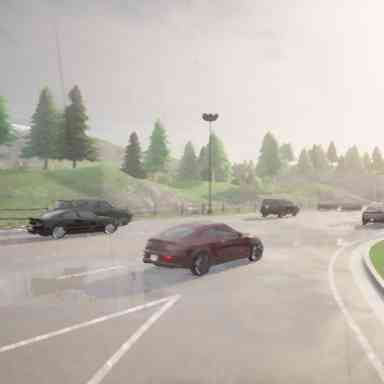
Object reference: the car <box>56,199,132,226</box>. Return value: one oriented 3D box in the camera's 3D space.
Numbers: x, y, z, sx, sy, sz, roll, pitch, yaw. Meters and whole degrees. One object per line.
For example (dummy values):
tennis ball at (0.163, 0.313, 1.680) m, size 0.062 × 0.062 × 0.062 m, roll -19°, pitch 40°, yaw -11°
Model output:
car at (-6.937, 1.498, 23.453) m, size 2.150 × 2.045 × 5.566 m, roll 0°, pitch -1°, yaw 43°

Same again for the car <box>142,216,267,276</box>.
car at (0.504, 1.671, 10.865) m, size 1.812 × 1.442 × 4.674 m, roll 0°, pitch -1°, yaw 43°

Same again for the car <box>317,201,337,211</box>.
car at (22.671, 2.305, 55.599) m, size 1.882 × 1.535 × 5.008 m, roll 0°, pitch -1°, yaw 43°

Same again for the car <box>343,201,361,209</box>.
car at (31.331, 2.515, 65.146) m, size 1.812 × 1.442 × 4.674 m, roll 0°, pitch -1°, yaw 43°

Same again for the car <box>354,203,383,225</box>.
car at (15.233, 1.911, 26.859) m, size 2.128 × 1.511 × 4.902 m, roll 0°, pitch -1°, yaw 43°

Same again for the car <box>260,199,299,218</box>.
car at (9.551, 1.735, 36.189) m, size 2.150 × 2.045 × 5.566 m, roll 0°, pitch -1°, yaw 43°

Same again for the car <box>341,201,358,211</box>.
car at (25.860, 2.420, 53.893) m, size 1.895 × 1.301 × 4.718 m, roll 0°, pitch -1°, yaw 43°

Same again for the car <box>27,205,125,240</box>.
car at (-6.534, 1.693, 18.723) m, size 1.882 × 1.535 × 5.008 m, roll 0°, pitch -1°, yaw 43°
